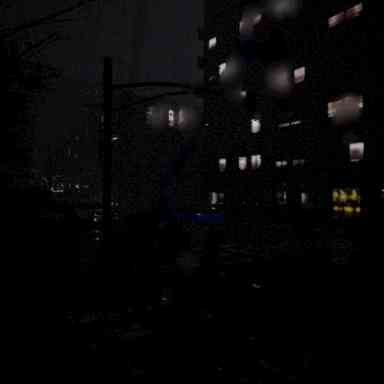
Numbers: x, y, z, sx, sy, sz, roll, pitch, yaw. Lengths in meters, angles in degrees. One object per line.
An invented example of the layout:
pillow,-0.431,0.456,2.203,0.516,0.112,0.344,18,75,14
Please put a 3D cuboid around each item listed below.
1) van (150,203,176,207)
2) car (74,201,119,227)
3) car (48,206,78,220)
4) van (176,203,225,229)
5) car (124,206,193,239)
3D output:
van,-2.495,1.883,30.120,1.690,1.788,3.998,-1,-1,-36
car,-8.215,1.754,28.162,2.150,2.045,5.566,0,-1,-37
car,-14.127,2.260,36.295,1.994,1.385,4.181,0,-1,-37
van,0.763,1.794,25.642,1.690,1.788,3.998,-1,-1,-36
car,-2.332,1.849,20.077,1.882,1.535,5.008,0,-1,-37
